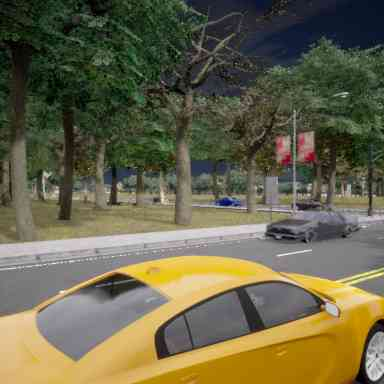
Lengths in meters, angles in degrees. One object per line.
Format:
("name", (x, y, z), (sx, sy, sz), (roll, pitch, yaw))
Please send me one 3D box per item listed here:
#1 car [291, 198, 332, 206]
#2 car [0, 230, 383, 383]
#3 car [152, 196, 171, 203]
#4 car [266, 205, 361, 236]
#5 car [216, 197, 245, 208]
("car", (13.444, 1.493, 37.189), (1.837, 1.490, 4.892), (0, 0, -35))
("car", (0.304, 1.478, 3.660), (5.008, 1.535, 1.882), (0, 0, -36))
("car", (-5.905, 1.456, 64.442), (2.128, 1.511, 4.902), (0, 0, -35))
("car", (5.890, 1.551, 15.828), (5.357, 1.411, 2.033), (0, 0, -35))
("car", (5.517, 1.451, 48.297), (1.882, 1.535, 5.008), (0, 0, -36))
